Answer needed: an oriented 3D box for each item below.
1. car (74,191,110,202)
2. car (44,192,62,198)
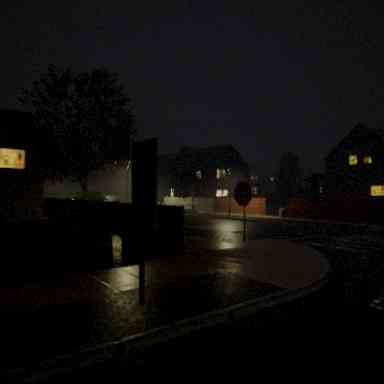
[{"bbox_3d":[-10.230,0.888,33.780,2.150,2.045,5.566,1,0,-37],"label":"car"},{"bbox_3d":[-19.577,0.733,46.385,1.837,1.490,4.892,1,0,-37],"label":"car"}]
